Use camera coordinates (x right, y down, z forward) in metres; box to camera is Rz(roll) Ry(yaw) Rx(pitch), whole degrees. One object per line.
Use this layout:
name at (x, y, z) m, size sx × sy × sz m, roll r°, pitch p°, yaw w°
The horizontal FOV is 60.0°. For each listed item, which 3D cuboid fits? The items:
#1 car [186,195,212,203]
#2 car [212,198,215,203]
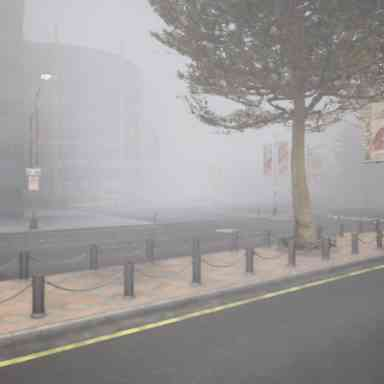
car at (1.025, 1.525, 67.772) m, size 2.033 × 1.411 × 5.357 m, roll 0°, pitch 0°, yaw -41°
car at (2.914, 1.458, 70.908) m, size 1.882 × 1.535 × 5.008 m, roll 0°, pitch 0°, yaw -41°
